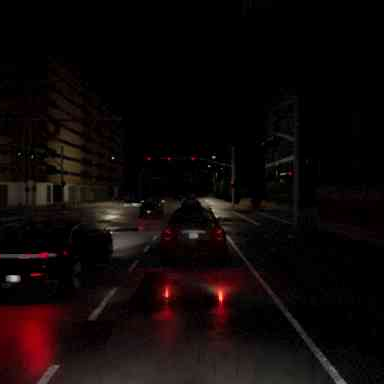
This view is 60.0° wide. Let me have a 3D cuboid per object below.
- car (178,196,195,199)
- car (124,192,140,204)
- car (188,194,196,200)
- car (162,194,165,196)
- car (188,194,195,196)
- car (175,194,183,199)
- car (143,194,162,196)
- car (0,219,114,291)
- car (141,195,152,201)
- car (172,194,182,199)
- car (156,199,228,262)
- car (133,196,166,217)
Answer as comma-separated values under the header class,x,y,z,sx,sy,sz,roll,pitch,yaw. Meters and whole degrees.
class,x,y,z,sx,sy,sz,roll,pitch,yaw
car,-0.099,1.404,31.384,1.882,1.535,5.008,0,0,-1
car,-10.855,1.027,61.027,2.150,2.045,5.566,0,0,1
car,-0.017,1.238,88.886,2.033,1.411,5.357,0,0,1
car,-7.143,1.286,77.528,2.033,1.411,5.357,0,0,1
car,-0.130,1.272,78.692,2.128,1.511,4.902,0,0,1
car,-3.517,1.251,88.924,1.994,1.385,4.181,0,0,1
car,-7.359,1.297,61.173,2.128,1.511,4.902,0,0,1
car,-3.455,1.463,8.889,2.128,1.511,4.902,0,0,0
car,-10.645,1.303,77.430,1.994,1.385,4.181,0,0,1
car,-3.635,1.284,78.291,2.033,1.411,5.357,0,0,1
car,0.065,1.314,12.068,2.097,1.767,4.553,0,0,0
car,-3.583,1.422,29.824,2.128,1.511,4.902,0,0,-1
